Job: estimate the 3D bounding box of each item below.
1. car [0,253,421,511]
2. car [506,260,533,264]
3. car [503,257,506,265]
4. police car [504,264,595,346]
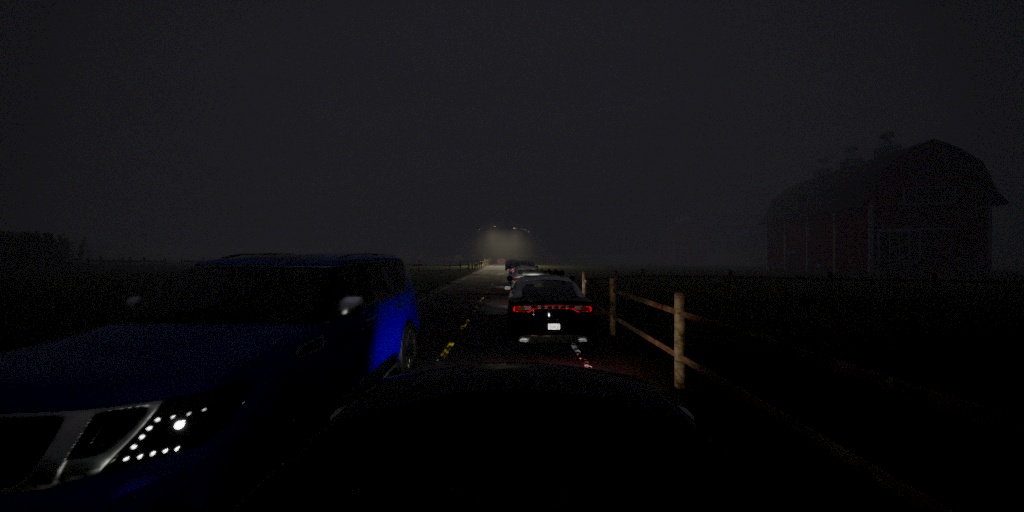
[{"bbox_3d":[-2.751,0.972,4.482,2.150,2.045,5.566,0,0,0],"label":"car"},{"bbox_3d":[0.811,1.099,25.447,2.097,1.767,4.553,0,0,0],"label":"car"},{"bbox_3d":[0.030,1.220,49.769,1.882,1.535,5.008,0,0,0],"label":"car"},{"bbox_3d":[0.820,1.174,9.587,1.930,1.638,5.238,0,0,0],"label":"police car"}]
